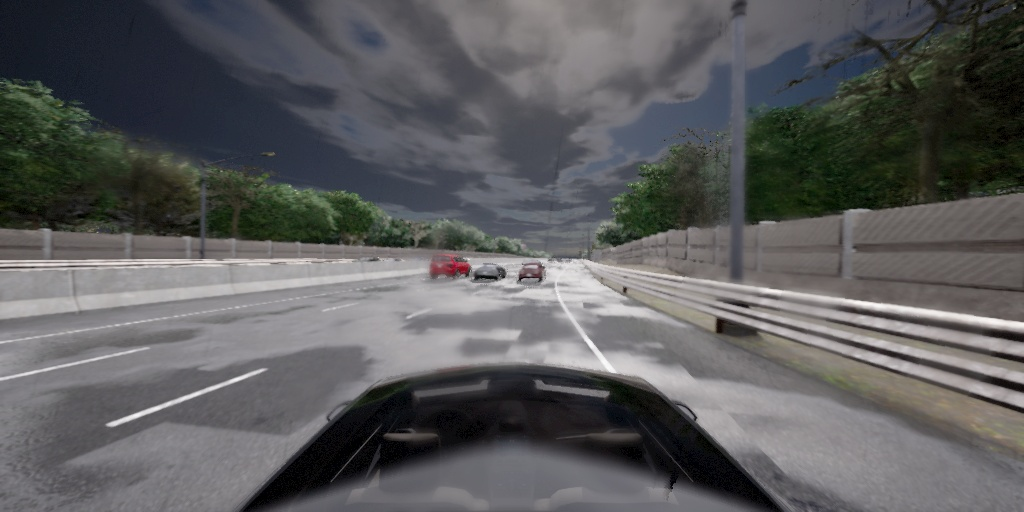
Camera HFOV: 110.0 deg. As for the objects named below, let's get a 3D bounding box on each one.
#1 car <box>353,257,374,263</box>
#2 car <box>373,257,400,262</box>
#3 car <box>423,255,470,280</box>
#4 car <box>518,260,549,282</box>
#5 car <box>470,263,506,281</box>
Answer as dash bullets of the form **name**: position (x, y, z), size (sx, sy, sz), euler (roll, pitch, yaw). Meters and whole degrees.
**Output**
- **car**: position (-19.755, 0.885, 48.901), size (2.097, 1.767, 4.553), euler (1, 0, 11)
- **car**: position (-16.291, 1.096, 48.407), size (1.812, 1.442, 4.674), euler (1, 0, 11)
- **car**: position (-5.190, 0.913, 30.656), size (2.150, 2.045, 5.566), euler (1, 0, 10)
- **car**: position (1.684, 1.292, 29.353), size (1.812, 1.442, 4.674), euler (1, 0, 10)
- **car**: position (-1.754, 1.293, 29.990), size (1.994, 1.385, 4.181), euler (1, 0, 10)
